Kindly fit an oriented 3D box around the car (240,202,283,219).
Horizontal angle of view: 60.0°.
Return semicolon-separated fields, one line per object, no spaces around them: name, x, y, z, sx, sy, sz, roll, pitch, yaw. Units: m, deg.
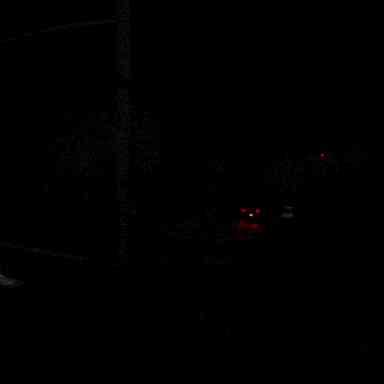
car;5.925;1.504;27.714;1.895;1.301;4.718;-1;-1;37
